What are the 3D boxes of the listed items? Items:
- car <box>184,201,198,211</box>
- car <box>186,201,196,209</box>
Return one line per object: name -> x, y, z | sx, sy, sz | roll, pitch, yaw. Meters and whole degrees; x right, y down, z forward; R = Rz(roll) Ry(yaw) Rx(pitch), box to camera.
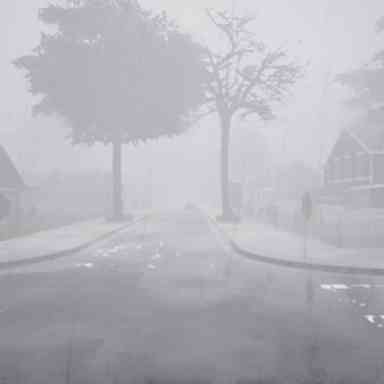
car -> -0.151, 2.117, 50.118 | 1.812, 1.442, 4.674 | 0, -1, 0
car -> -0.182, 2.310, 60.149 | 1.895, 1.301, 4.718 | 0, -1, 0
